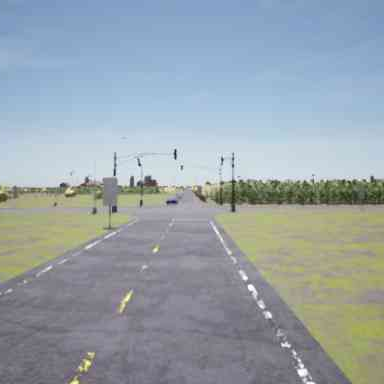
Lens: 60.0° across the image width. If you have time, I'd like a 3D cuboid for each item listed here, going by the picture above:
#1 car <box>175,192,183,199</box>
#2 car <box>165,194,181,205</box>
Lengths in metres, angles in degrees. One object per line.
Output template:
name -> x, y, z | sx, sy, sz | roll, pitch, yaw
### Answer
car -> -3.475, 0.907, 83.126 | 2.097, 1.767, 4.553 | 0, 0, -1
car -> -3.140, 1.358, 52.017 | 1.895, 1.301, 4.718 | 0, 0, -1
